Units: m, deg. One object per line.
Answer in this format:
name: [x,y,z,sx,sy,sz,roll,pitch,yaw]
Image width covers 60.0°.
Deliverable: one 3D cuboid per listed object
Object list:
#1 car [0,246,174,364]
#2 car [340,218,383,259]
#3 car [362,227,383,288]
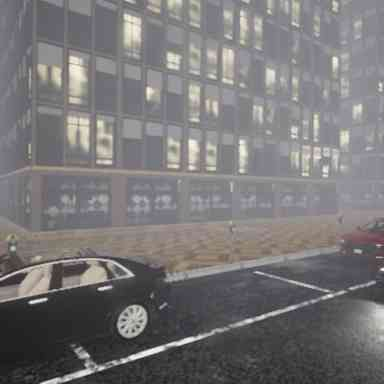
car: [-2.359,1.553,4.873,4.403,1.369,2.008,0,0,-35]
car: [6.910,1.574,11.483,4.507,1.381,1.887,0,0,-35]
car: [6.536,1.572,7.933,5.357,1.411,2.033,0,0,-35]
